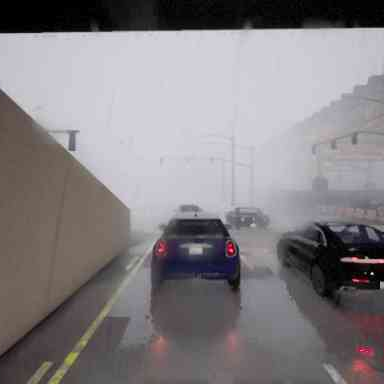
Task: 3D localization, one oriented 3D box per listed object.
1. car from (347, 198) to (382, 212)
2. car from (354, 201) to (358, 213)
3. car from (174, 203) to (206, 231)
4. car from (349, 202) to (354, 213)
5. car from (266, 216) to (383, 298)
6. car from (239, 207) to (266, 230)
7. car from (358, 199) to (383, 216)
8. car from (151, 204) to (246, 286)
[{"bbox_3d":[17.568,1.300,33.800,1.853,1.218,4.536,0,0,45],"label":"car"},{"bbox_3d":[17.428,1.457,29.156,2.038,1.542,4.974,0,0,-35],"label":"car"},{"bbox_3d":[-0.224,1.528,21.900,1.812,1.442,4.674,0,0,-4],"label":"car"},{"bbox_3d":[17.532,1.458,33.763,2.038,1.542,4.974,0,0,45],"label":"car"},{"bbox_3d":[3.595,1.493,8.519,2.128,1.511,4.902,0,0,0],"label":"car"},{"bbox_3d":[3.344,1.604,21.087,1.895,1.301,4.718,0,0,-4],"label":"car"},{"bbox_3d":[17.458,1.299,29.114,1.853,1.218,4.536,0,0,-35],"label":"car"},{"bbox_3d":[0.094,1.353,9.600,2.097,1.767,4.553,0,0,0],"label":"car"}]
